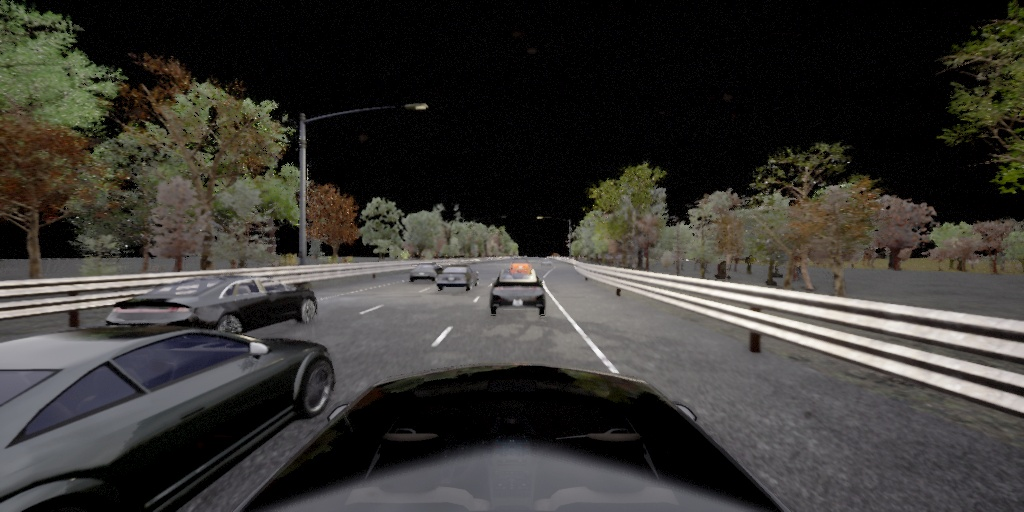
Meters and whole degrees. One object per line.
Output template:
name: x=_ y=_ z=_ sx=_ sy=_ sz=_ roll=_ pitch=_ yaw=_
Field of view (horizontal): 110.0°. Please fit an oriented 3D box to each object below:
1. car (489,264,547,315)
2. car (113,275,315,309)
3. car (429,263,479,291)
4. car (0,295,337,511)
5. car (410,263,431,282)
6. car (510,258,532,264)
car: x=0.212 y=1.209 z=13.292 sx=2.128 sy=1.511 sz=4.902 roll=0 pitch=0 yaw=1
car: x=-6.842 y=1.215 z=8.968 sx=2.128 sy=1.511 sz=4.902 roll=0 pitch=0 yaw=1
car: x=-3.123 y=1.242 z=21.342 sx=2.033 sy=1.411 sz=5.357 roll=0 pitch=0 yaw=2
car: x=-3.381 y=1.307 z=3.199 sx=1.994 sy=1.385 sz=4.181 roll=0 pitch=0 yaw=0
car: x=-6.423 y=1.240 z=27.727 sx=1.994 sy=1.385 sz=4.181 roll=0 pitch=0 yaw=2
car: x=0.873 y=1.018 z=35.104 sx=2.097 sy=1.767 sz=4.553 roll=0 pitch=0 yaw=2
